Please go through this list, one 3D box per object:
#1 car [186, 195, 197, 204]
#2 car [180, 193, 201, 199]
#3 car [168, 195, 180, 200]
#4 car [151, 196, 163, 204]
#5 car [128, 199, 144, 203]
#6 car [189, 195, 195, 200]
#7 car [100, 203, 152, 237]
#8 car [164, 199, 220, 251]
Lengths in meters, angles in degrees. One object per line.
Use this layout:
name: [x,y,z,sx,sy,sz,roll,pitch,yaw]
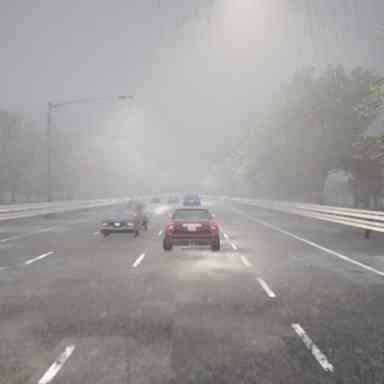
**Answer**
car: [-0.013,1.420,65.696,2.097,1.767,4.553,0,0,0]
car: [-0.007,1.261,41.536,2.150,2.045,5.566,0,0,0]
car: [-3.512,1.419,65.760,2.097,1.767,4.553,0,0,0]
car: [-7.013,1.574,65.890,1.837,1.490,4.892,0,0,0]
car: [-7.007,1.602,41.588,1.994,1.385,4.181,0,0,0]
car: [-0.017,1.647,95.554,1.812,1.442,4.674,0,0,0]
car: [-3.505,1.563,18.115,2.033,1.411,5.357,0,0,0]
car: [-0.003,1.364,14.404,2.097,1.767,4.553,0,0,0]
